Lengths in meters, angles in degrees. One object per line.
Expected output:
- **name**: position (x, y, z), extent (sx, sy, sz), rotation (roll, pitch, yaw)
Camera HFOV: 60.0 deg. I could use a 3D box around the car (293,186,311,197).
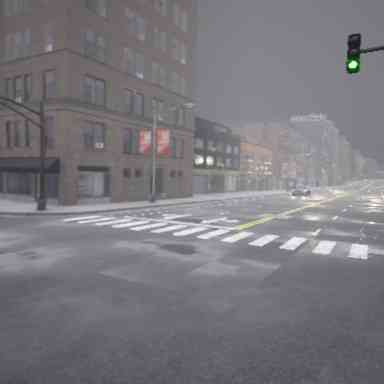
- **car**: position (17.398, -0.227, 52.597), extent (2.097, 1.767, 4.553), rotation (3, 3, 29)
